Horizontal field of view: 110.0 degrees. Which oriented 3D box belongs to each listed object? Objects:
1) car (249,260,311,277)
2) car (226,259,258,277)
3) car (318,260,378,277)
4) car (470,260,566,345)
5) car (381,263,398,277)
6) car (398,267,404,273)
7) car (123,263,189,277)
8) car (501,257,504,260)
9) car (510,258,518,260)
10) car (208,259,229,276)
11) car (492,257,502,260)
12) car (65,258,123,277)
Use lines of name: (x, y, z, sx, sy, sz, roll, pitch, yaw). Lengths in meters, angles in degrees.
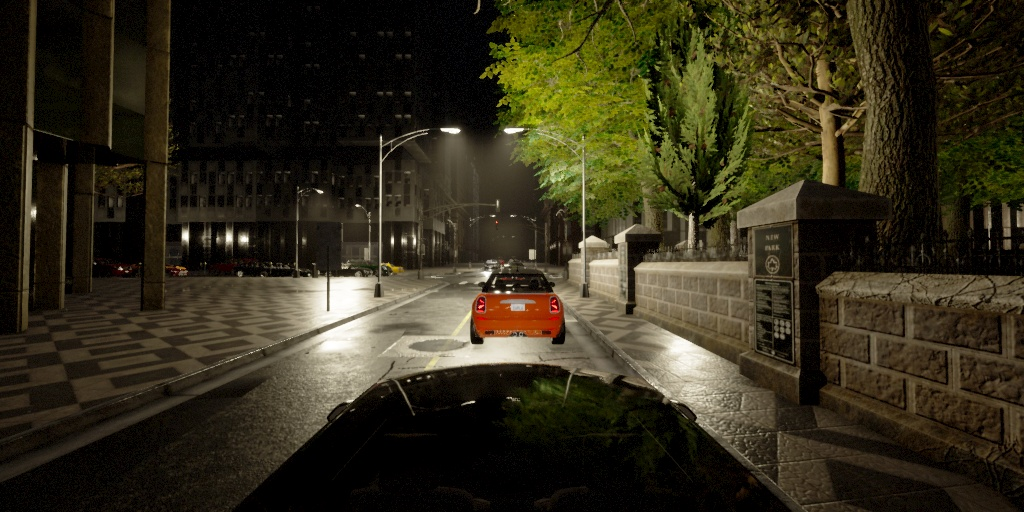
car: (-20.019, 1.290, 31.539, 4.313, 1.339, 1.948, 0, 0, 1)
car: (-23.882, 1.292, 34.256, 4.892, 1.490, 1.837, 0, -1, 0)
car: (-14.506, 1.267, 31.483, 4.403, 1.370, 2.007, 0, 0, 1)
car: (0.130, 1.107, 9.707, 2.097, 1.767, 4.553, 0, 0, 0)
car: (-13.737, 1.126, 34.156, 4.553, 1.767, 2.097, 0, -1, 0)
car: (-14.600, 1.426, 40.008, 4.829, 1.417, 1.751, 0, 0, 1)
car: (-31.045, 1.321, 31.650, 4.207, 1.307, 1.802, 0, 0, 1)
car: (-2.810, 1.370, 61.145, 1.837, 1.490, 4.892, 0, 0, 1)
car: (0.578, 1.340, 51.085, 1.837, 1.490, 4.892, 0, 0, -3)
car: (-30.966, 1.237, 40.172, 5.009, 1.841, 2.192, 0, 0, 1)
car: (-2.873, 1.326, 50.770, 2.128, 1.511, 4.902, 0, 0, 0)
car: (-36.558, 1.062, 31.705, 5.009, 1.841, 2.192, 0, 0, 1)
